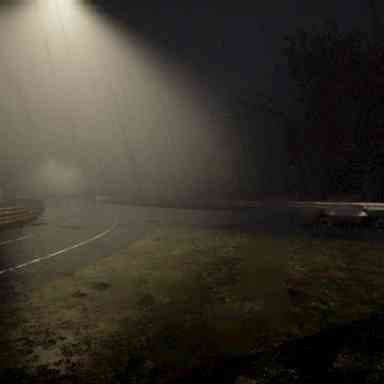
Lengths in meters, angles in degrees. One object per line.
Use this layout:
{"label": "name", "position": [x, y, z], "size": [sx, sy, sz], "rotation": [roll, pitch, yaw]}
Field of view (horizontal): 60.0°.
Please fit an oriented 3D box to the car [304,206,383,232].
{"label": "car", "position": [9.692, 1.539, 20.224], "size": [5.357, 1.411, 2.033], "rotation": [0, 0, 33]}
